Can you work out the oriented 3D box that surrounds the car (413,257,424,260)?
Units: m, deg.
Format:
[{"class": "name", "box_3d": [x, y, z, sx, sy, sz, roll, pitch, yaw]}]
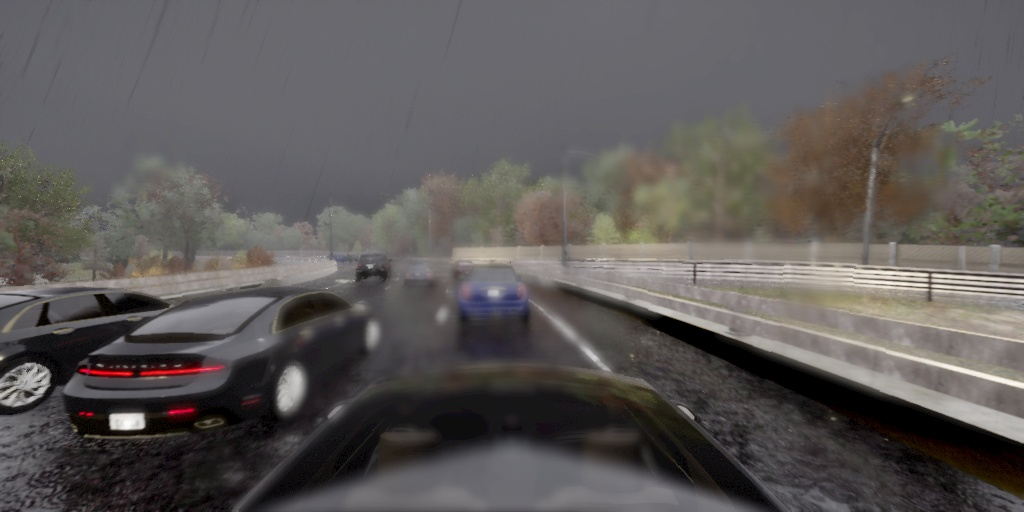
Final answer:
[{"class": "car", "box_3d": [-15.232, 0.942, 57.527, 2.033, 1.411, 5.357, 0, 0, -33]}]

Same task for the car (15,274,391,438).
[{"class": "car", "box_3d": [-3.662, 1.250, 5.739, 1.837, 1.490, 4.892, 0, 1, -2]}]

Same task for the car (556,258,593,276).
[{"class": "car", "box_3d": [5.241, 0.946, 33.786, 4.892, 1.490, 1.837, 0, 0, 39]}]

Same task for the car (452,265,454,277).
[{"class": "car", "box_3d": [-3.903, 1.149, 30.062, 1.812, 1.442, 4.674, 0, 0, -15]}]

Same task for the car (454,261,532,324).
[{"class": "car", "box_3d": [-0.639, 1.053, 11.986, 2.097, 1.767, 4.553, 0, 0, -5]}]

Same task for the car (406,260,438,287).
[{"class": "car", "box_3d": [-5.917, 1.210, 23.750, 2.033, 1.411, 5.357, 0, 0, -11]}]

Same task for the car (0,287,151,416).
[{"class": "car", "box_3d": [-7.172, 1.262, 5.920, 1.837, 1.490, 4.892, 0, 1, -2]}]

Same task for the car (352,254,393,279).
[{"class": "car", "box_3d": [-10.355, 0.882, 27.302, 2.150, 2.045, 5.566, 0, 0, -15]}]
